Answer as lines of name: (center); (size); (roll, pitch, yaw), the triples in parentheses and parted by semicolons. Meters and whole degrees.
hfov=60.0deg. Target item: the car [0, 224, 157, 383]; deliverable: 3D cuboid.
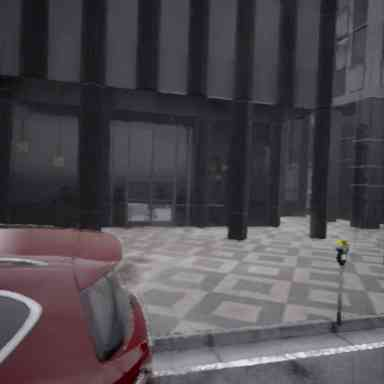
car: (-2.635, 1.157, 1.764); (5.009, 1.841, 2.192); (1, 2, -16)
